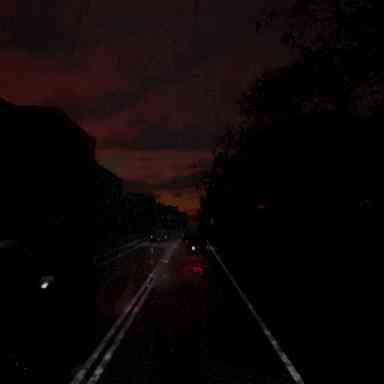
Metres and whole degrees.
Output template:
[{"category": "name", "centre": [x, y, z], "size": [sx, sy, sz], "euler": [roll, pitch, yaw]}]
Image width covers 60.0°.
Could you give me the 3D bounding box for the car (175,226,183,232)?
[{"category": "car", "centre": [-2.967, 8.487, 76.947], "size": [2.033, 1.411, 5.357], "euler": [0, -6, 0]}]

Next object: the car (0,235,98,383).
[{"category": "car", "centre": [-3.332, 1.897, 5.889], "size": [2.150, 2.045, 5.566], "euler": [0, -4, 0]}]

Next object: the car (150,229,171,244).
[{"category": "car", "centre": [-3.286, 4.630, 35.212], "size": [1.812, 1.442, 4.674], "euler": [0, -5, 0]}]

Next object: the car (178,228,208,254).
[{"category": "car", "centre": [0.109, 3.731, 24.928], "size": [1.837, 1.490, 4.892], "euler": [0, -4, 0]}]

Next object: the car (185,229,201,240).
[{"category": "car", "centre": [0.178, 5.272, 41.558], "size": [1.895, 1.301, 4.718], "euler": [0, -5, 0]}]
